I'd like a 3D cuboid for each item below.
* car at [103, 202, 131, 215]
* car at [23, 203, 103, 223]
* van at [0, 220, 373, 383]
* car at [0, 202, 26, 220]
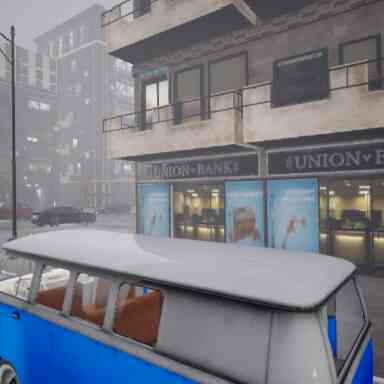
[{"bbox_3d":[-8.612,1.798,36.407,1.947,1.339,4.313,-2,-1,36],"label":"car"},{"bbox_3d":[-8.542,1.583,22.356,1.947,1.339,4.313,-2,-1,36],"label":"car"},{"bbox_3d":[-0.450,1.342,3.182,3.998,1.788,1.690,0,-1,36],"label":"van"},{"bbox_3d":[-15.293,1.608,27.325,1.967,1.590,4.097,-2,-1,36],"label":"car"}]
